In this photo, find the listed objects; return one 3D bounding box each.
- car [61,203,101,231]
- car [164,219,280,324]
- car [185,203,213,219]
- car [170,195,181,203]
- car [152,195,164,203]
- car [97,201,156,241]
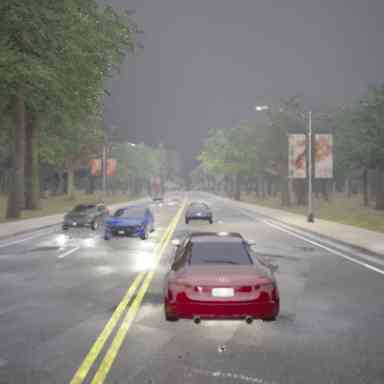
[{"bbox_3d":[-6.219,1.432,19.989,1.837,1.490,4.892,0,0,0],"label":"car"},{"bbox_3d":[0.489,1.540,7.240,1.994,1.385,4.181,0,0,0],"label":"car"},{"bbox_3d":[0.472,1.473,24.759,1.994,1.385,4.181,0,0,0],"label":"car"},{"bbox_3d":[-3.017,1.237,62.106,1.882,1.535,5.008,0,0,0],"label":"car"},{"bbox_3d":[-6.266,1.262,62.115,1.895,1.301,4.718,0,0,0],"label":"car"},{"bbox_3d":[-2.966,1.419,16.488,1.882,1.535,5.008,0,0,0],"label":"car"}]
